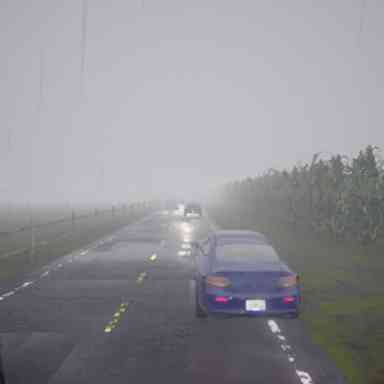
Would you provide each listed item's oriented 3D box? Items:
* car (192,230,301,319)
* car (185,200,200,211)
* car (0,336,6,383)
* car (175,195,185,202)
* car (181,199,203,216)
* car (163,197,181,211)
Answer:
[{"bbox_3d":[0.971,1.568,7.359,1.812,1.442,4.674,0,0,0],"label":"car"},{"bbox_3d":[0.070,1.824,45.477,1.994,1.385,4.181,0,0,1],"label":"car"},{"bbox_3d":[-2.846,1.361,1.299,2.097,1.767,4.553,0,0,0],"label":"car"},{"bbox_3d":[-2.705,1.628,70.328,2.150,2.045,5.566,0,0,0],"label":"car"},{"bbox_3d":[0.099,1.706,35.097,1.837,1.490,4.892,0,0,0],"label":"car"},{"bbox_3d":[-2.818,1.762,44.816,1.837,1.490,4.892,0,0,0],"label":"car"}]
